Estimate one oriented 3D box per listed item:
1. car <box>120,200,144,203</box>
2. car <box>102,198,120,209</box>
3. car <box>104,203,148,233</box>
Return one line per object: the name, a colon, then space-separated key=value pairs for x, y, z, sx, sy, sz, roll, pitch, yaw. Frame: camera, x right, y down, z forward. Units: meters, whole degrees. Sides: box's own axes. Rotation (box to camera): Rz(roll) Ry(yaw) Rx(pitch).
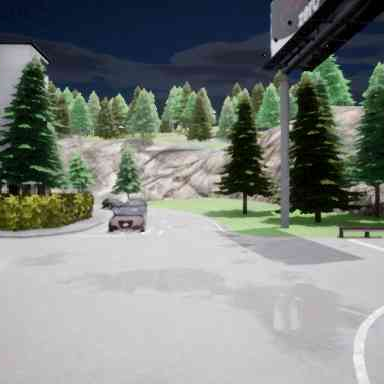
car: x=-5.210 y=1.485 z=30.730 sx=2.128 sy=1.511 sz=4.902 roll=0 pitch=0 yaw=-16
car: x=-10.094 y=1.497 z=42.544 sx=1.837 sy=1.490 sz=4.892 roll=0 pitch=0 yaw=-32
car: x=-3.689 y=1.560 z=19.586 sx=1.994 sy=1.385 sz=4.181 roll=0 pitch=0 yaw=-5
